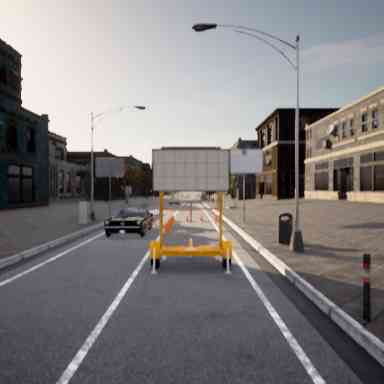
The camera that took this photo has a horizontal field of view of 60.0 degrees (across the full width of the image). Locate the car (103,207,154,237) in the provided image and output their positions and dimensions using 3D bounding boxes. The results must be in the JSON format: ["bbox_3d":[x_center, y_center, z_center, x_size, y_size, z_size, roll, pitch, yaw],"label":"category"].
[{"bbox_3d":[-3.150,1.479,17.276,1.895,1.301,4.718,0,0,0],"label":"car"}]

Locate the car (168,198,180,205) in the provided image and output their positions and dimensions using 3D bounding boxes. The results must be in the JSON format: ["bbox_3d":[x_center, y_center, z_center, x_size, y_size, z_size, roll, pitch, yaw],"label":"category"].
[{"bbox_3d":[-3.234,1.703,59.796,1.895,1.301,4.718,0,-1,0],"label":"car"}]

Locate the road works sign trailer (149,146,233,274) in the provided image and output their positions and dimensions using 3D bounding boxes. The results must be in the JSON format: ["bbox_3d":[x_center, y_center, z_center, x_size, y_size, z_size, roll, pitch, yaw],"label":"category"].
[{"bbox_3d":[-0.029,0.394,10.324,2.380,3.560,2.880,0,0,0],"label":"road works sign trailer"}]
